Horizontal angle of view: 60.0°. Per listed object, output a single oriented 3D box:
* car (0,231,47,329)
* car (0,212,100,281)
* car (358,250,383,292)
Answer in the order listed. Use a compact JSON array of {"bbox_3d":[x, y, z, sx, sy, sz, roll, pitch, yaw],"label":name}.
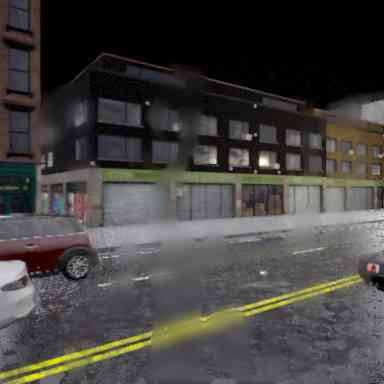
[{"bbox_3d":[-4.642,1.526,4.364,4.674,1.442,1.812,0,0,-35],"label":"car"},{"bbox_3d":[-4.767,1.352,8.265,4.553,1.767,2.097,0,0,-35],"label":"car"},{"bbox_3d":[5.923,1.599,7.662,4.718,1.301,1.895,0,0,-36],"label":"car"}]
